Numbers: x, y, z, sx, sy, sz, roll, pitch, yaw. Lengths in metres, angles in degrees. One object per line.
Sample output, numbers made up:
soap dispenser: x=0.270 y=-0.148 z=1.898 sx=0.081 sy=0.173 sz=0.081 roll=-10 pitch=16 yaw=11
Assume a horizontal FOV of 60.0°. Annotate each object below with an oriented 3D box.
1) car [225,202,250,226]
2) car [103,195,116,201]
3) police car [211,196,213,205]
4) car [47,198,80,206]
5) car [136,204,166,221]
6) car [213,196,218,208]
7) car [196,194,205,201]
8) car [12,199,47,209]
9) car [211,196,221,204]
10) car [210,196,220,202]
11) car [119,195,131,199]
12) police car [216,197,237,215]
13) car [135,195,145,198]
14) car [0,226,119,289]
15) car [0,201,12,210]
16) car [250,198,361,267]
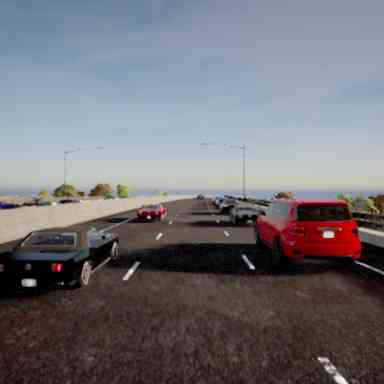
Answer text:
car: x=3.678 y=1.586 z=23.297 sx=1.895 sy=1.301 sz=4.718 roll=0 pitch=0 yaw=1
car: x=-19.196 y=1.409 z=77.705 sx=1.837 sy=1.490 sz=4.892 roll=0 pitch=0 yaw=3
police car: x=4.464 y=1.548 z=56.026 sx=2.038 sy=1.542 sz=4.974 roll=0 pitch=0 yaw=2
car: x=-13.663 y=1.497 z=36.620 sx=1.837 sy=1.490 sz=4.892 roll=0 pitch=-1 yaw=1
car: x=-3.160 y=1.585 z=26.901 sx=1.895 sy=1.301 sz=4.718 roll=0 pitch=0 yaw=1
car: x=4.133 y=1.540 z=45.108 sx=1.812 sy=1.442 sz=4.674 roll=0 pitch=0 yaw=2
car: x=2.288 y=1.365 z=87.748 sx=2.097 sy=1.767 sz=4.553 roll=0 pitch=0 yaw=3
car: x=-17.159 y=1.483 z=36.751 sx=2.128 sy=1.511 sz=4.902 roll=0 pitch=0 yaw=1
car: x=4.865 y=1.601 z=66.941 sx=1.812 sy=1.442 sz=4.674 roll=0 pitch=0 yaw=2
car: x=5.335 y=1.663 z=77.854 sx=2.033 sy=1.411 sz=5.357 roll=0 pitch=0 yaw=3
car: x=-15.682 y=1.433 z=77.959 sx=1.994 sy=1.385 sz=4.181 roll=0 pitch=0 yaw=3
police car: x=3.871 y=1.497 z=34.189 sx=2.038 sy=1.542 sz=4.974 roll=0 pitch=0 yaw=1
car: x=-12.185 y=1.359 z=77.799 sx=1.882 sy=1.535 sz=5.008 roll=0 pitch=0 yaw=3
car: x=-3.361 y=1.593 z=9.125 sx=1.895 sy=1.301 sz=4.718 roll=0 pitch=0 yaw=0
car: x=-20.678 y=1.589 z=36.122 sx=1.895 sy=1.301 sz=4.718 roll=0 pitch=0 yaw=1
car: x=3.656 y=1.215 z=11.538 sx=2.150 sy=2.045 sz=5.566 roll=0 pitch=0 yaw=0
